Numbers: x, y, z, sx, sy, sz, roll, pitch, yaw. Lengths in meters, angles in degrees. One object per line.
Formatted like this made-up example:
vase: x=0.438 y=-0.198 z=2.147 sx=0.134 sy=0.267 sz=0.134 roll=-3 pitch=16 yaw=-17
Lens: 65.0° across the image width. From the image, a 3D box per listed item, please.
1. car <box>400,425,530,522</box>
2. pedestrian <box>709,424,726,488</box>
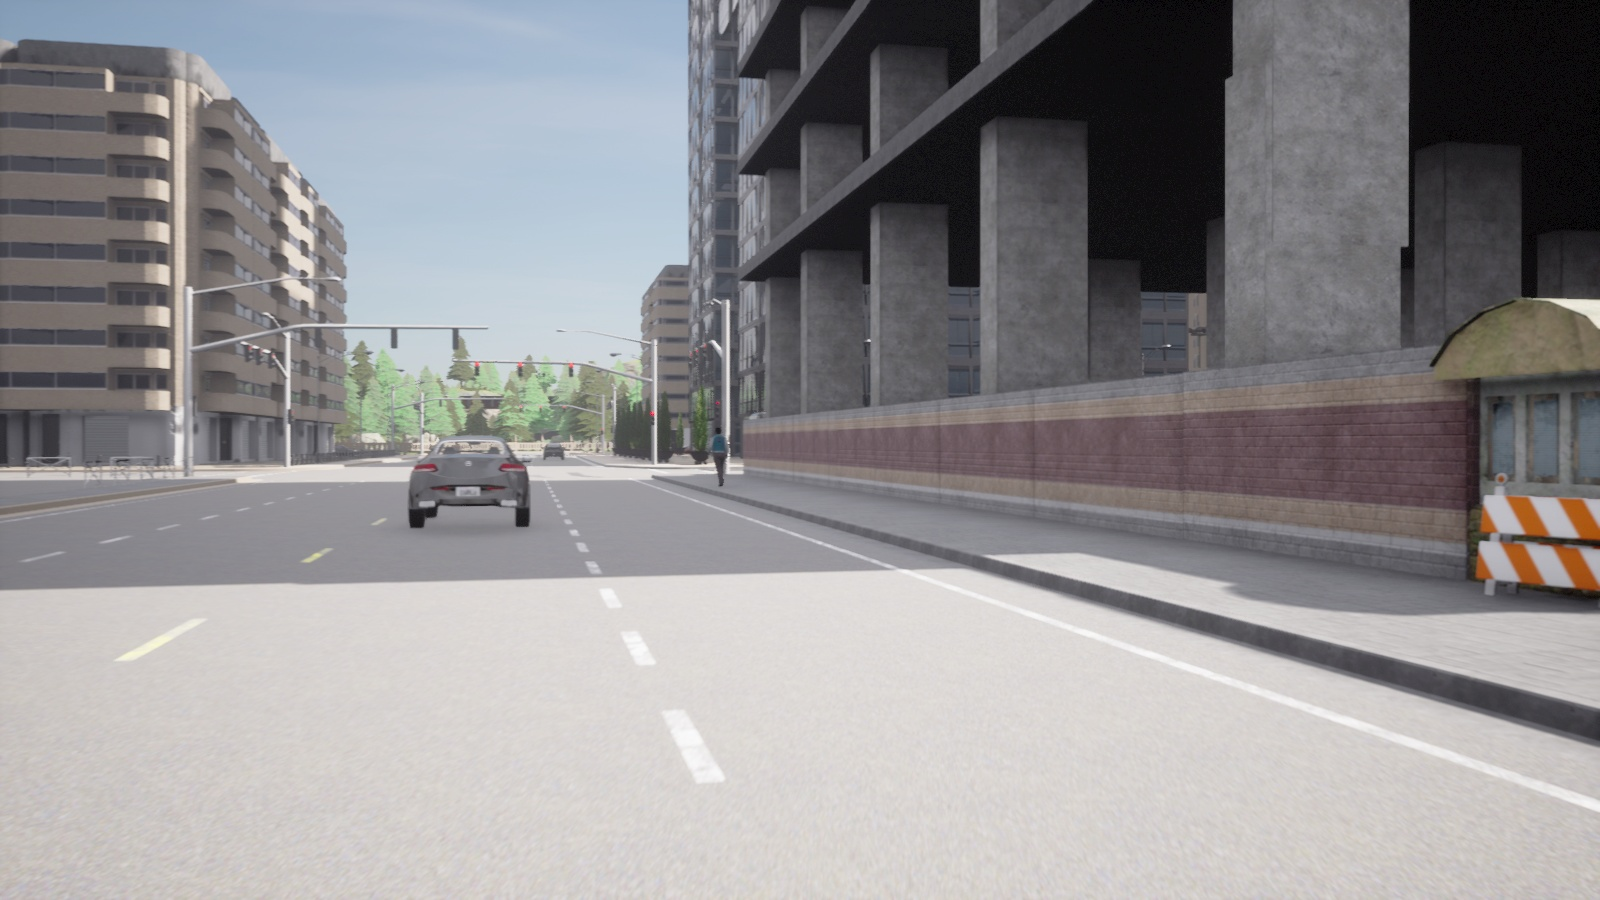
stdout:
car: x=-6.267 y=0.386 z=23.946 sx=2.152 sy=1.651 sz=5.027 roll=0 pitch=0 yaw=-12
pedestrian: x=-2.517 y=0.185 z=38.424 sx=0.396 sy=1.930 sz=0.692 roll=0 pitch=0 yaw=-14
